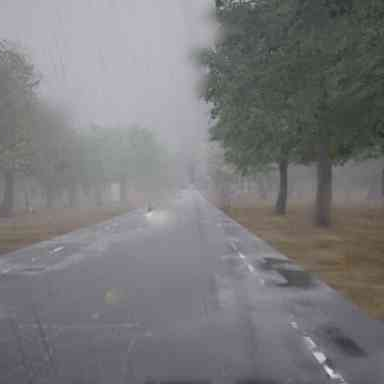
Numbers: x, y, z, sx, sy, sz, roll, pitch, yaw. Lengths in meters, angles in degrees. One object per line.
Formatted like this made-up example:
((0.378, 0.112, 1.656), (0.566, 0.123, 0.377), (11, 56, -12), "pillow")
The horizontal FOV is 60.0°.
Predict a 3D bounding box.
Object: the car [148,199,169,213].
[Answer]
((-3.589, 1.492, 36.091), (1.994, 1.385, 4.181), (0, 0, 0), "car")

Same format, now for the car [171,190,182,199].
((-3.499, 0.631, 76.681), (2.150, 2.045, 5.566), (0, 1, 0), "car")
